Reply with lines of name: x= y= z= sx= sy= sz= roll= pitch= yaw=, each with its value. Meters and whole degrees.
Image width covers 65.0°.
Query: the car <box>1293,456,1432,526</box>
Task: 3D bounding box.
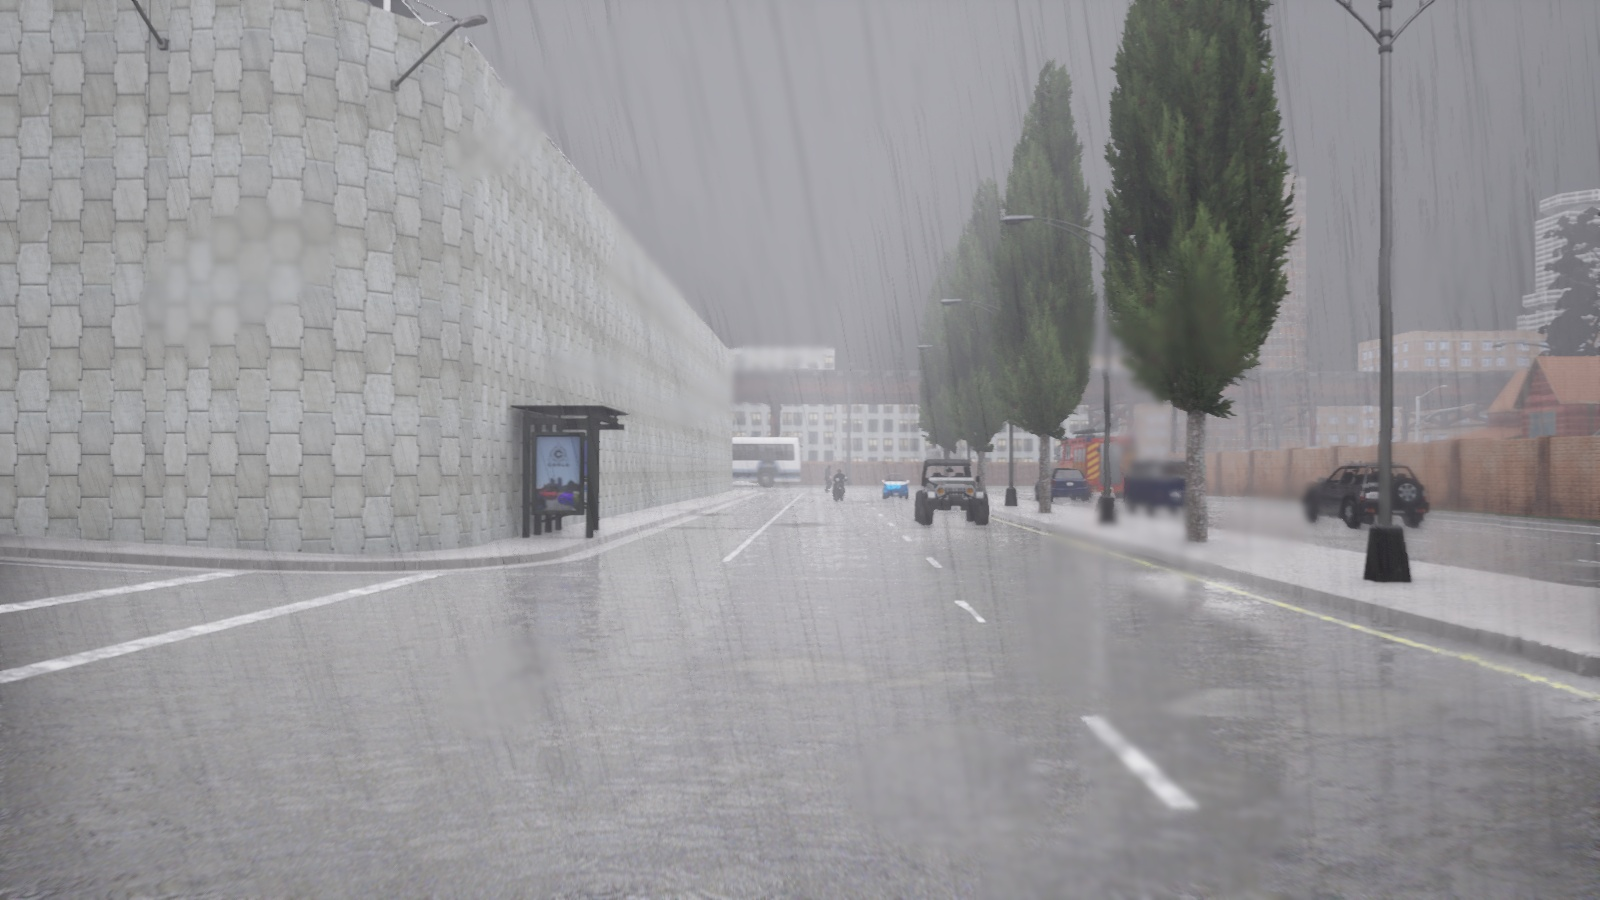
car: x=15.820 y=1.117 z=35.595 sx=1.932 sy=1.855 sz=4.605 roll=0 pitch=-1 yaw=1

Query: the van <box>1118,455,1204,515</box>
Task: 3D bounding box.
van: x=12.505 y=1.194 z=43.746 sx=1.775 sy=1.987 sz=4.442 roll=0 pitch=-1 yaw=1

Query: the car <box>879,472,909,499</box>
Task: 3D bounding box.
car: x=5.047 y=1.897 z=67.442 sx=1.481 sy=1.376 sz=2.207 roll=0 pitch=-1 yaw=1

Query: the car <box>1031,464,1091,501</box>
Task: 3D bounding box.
car: x=12.934 y=1.590 z=62.486 sx=2.097 sy=1.767 sz=4.553 roll=0 pitch=-1 yaw=1

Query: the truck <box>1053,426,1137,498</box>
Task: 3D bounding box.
truck: x=16.633 y=0.690 z=71.416 sx=2.891 sy=3.827 sz=8.468 roll=0 pitch=-1 yaw=1

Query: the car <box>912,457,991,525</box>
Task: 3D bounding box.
car: x=4.340 y=1.161 z=36.583 sx=1.905 sy=1.878 sz=3.866 roll=0 pitch=-1 yaw=1

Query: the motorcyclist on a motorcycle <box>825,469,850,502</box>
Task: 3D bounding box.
motorcyclist on a motorcycle: x=1.832 y=1.715 z=61.368 sx=0.866 sy=1.590 sz=1.817 roll=1 pitch=-1 yaw=12
